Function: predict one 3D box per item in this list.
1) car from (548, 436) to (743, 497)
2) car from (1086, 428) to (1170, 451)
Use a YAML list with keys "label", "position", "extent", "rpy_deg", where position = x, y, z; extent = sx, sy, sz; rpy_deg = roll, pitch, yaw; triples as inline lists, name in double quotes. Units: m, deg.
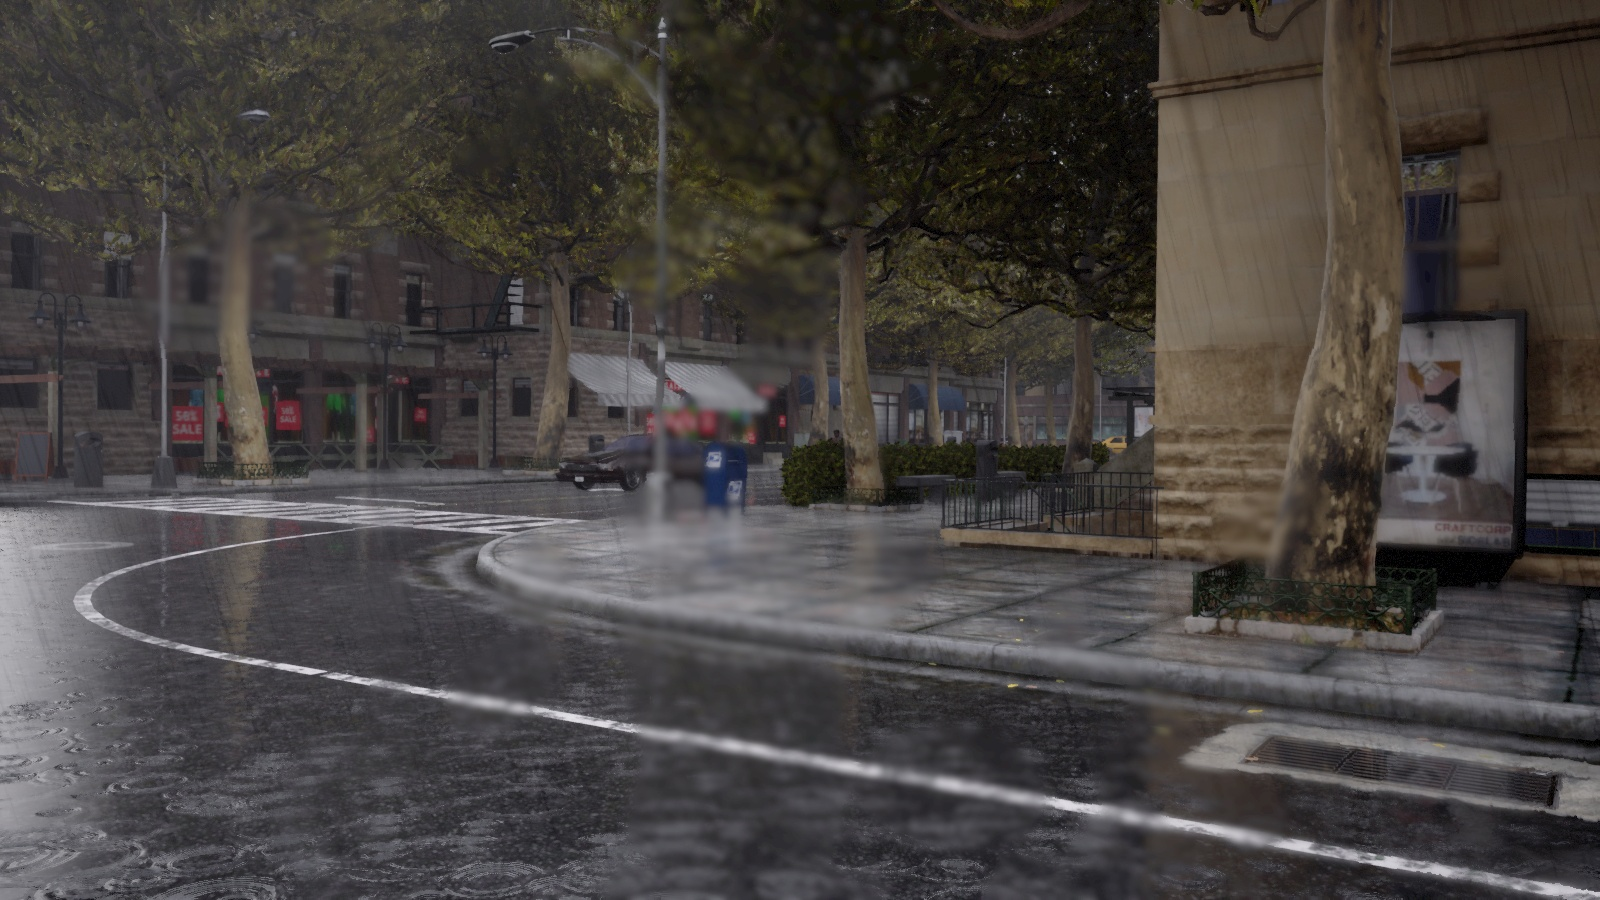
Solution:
- label: "car"
  position: [-3.879, 0.368, 32.640]
  extent: [2.033, 1.411, 5.357]
  rpy_deg: [0, 1, 33]
- label: "car"
  position: [22.742, -0.725, 87.154]
  extent: [5.366, 1.575, 1.801]
  rpy_deg: [0, 1, 27]
